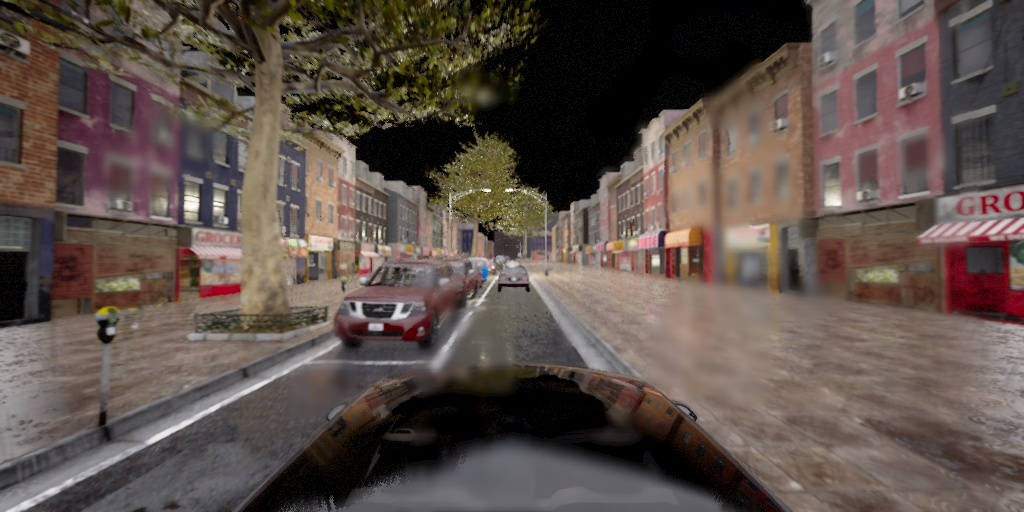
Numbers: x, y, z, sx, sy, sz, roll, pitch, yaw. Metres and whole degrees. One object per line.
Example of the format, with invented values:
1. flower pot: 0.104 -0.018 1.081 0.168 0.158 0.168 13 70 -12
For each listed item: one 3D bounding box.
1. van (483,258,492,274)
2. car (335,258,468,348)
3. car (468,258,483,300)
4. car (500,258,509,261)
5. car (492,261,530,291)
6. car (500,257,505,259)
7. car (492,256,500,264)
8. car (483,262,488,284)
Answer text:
1. van: -2.627 1.021 26.031 1.690 1.789 3.998 0 0 0
2. car: -2.637 1.041 9.426 2.192 1.841 5.009 0 0 0
3. car: -2.633 1.026 14.961 2.192 1.841 5.009 0 0 0
4. car: 0.115 1.203 35.664 2.033 1.411 5.357 0 0 0
5. car: 0.099 1.243 21.287 2.033 1.411 5.357 0 0 0
6. car: -2.608 1.181 59.242 1.802 1.307 4.207 0 0 0
7. car: -2.621 1.090 37.102 1.967 1.591 4.097 0 0 0
8. car: -2.630 1.241 20.496 1.888 1.381 4.507 0 0 0
